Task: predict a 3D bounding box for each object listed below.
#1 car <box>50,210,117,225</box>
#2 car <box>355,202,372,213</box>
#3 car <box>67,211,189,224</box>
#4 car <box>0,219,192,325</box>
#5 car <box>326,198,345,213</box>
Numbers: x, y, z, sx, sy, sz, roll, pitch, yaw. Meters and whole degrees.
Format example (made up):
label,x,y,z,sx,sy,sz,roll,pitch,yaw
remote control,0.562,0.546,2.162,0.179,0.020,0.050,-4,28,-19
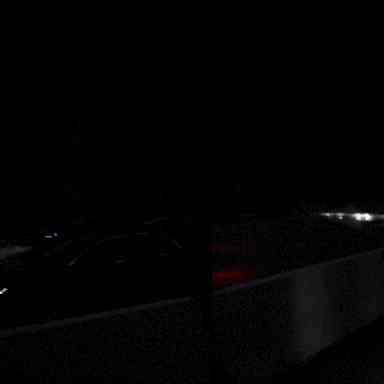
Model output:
label,x,y,z,sx,sy,sz,roll,pitch,yaw
car,-4.049,1.573,14.370,5.008,1.535,1.882,1,0,-40
car,23.503,2.118,45.787,2.128,1.511,4.902,0,-1,23
car,-1.546,1.580,11.933,4.902,1.511,2.128,1,-1,-40
car,-1.869,1.552,7.187,4.892,1.490,1.837,1,0,-39
car,20.193,1.845,46.867,2.150,2.045,5.566,0,-1,23
